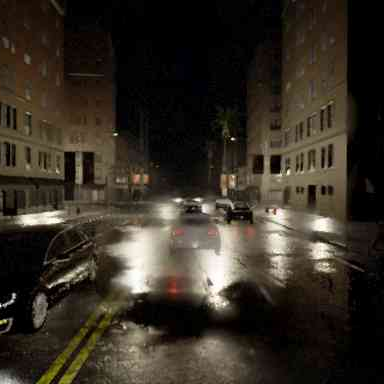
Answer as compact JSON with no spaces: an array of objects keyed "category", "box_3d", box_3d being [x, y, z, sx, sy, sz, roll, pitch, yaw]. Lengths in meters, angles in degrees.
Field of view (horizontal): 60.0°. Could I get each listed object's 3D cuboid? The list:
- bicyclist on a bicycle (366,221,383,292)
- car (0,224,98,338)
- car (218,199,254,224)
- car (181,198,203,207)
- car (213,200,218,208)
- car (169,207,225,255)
[{"category":"bicyclist on a bicycle","box_3d":[4.150,1.454,7.089,0.582,1.620,1.656,0,0,0]},{"category":"car","box_3d":[-3.344,1.501,6.822,1.837,1.490,4.892,0,0,0]},{"category":"car","box_3d":[3.348,1.504,24.725,2.128,1.511,4.902,0,0,0]},{"category":"car","box_3d":[0.128,1.565,32.867,2.033,1.411,5.357,0,0,0]},{"category":"car","box_3d":[3.280,1.513,35.121,2.128,1.511,4.902,0,0,0]},{"category":"car","box_3d":[0.111,1.527,13.239,1.812,1.442,4.674,0,0,0]}]
